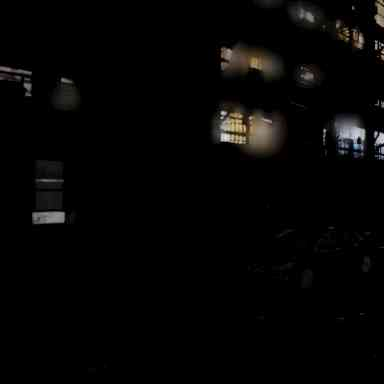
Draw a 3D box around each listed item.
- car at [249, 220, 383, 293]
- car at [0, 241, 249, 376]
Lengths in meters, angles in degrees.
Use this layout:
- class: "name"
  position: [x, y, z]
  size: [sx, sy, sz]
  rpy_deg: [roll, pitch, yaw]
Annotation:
- class: "car"
  position: [3.171, 1.571, 8.821]
  size: [4.403, 1.369, 2.008]
  rpy_deg: [0, 0, -36]
- class: "car"
  position: [-1.337, 1.571, 5.605]
  size: [4.313, 1.339, 1.947]
  rpy_deg: [0, 0, -36]
